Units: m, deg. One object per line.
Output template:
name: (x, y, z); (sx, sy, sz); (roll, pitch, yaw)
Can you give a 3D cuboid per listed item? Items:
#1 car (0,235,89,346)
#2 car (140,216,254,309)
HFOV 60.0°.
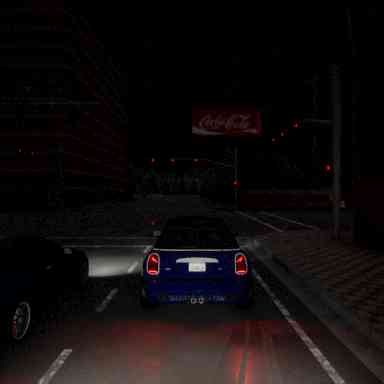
car: (-3.418, 1.526, 6.224); (1.812, 1.442, 4.674); (0, 0, 0)
car: (0.089, 1.352, 8.018); (2.097, 1.767, 4.553); (0, 0, 0)
